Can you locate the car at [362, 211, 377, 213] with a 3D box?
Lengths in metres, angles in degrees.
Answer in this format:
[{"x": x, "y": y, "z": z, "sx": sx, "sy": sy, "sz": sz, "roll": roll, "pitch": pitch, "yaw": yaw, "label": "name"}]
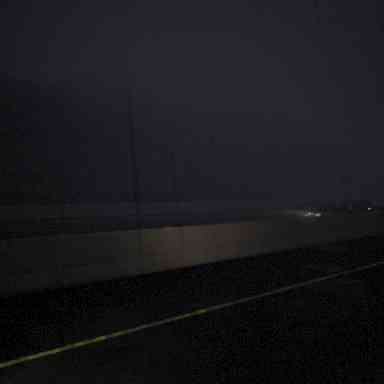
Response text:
[{"x": 17.817, "y": 1.581, "z": 30.164, "sx": 4.718, "sy": 1.301, "sz": 1.895, "roll": 0, "pitch": 0, "yaw": -36, "label": "car"}]
